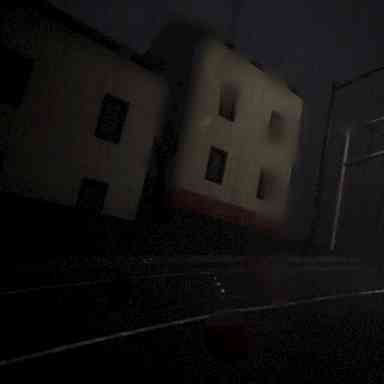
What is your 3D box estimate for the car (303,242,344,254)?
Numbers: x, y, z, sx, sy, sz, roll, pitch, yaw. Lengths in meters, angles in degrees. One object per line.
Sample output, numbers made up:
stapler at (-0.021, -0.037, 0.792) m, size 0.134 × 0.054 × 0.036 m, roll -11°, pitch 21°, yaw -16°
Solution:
car at (11.952, 5.529, 31.784) m, size 2.033 × 1.411 × 5.357 m, roll 18°, pitch -10°, yaw -34°
